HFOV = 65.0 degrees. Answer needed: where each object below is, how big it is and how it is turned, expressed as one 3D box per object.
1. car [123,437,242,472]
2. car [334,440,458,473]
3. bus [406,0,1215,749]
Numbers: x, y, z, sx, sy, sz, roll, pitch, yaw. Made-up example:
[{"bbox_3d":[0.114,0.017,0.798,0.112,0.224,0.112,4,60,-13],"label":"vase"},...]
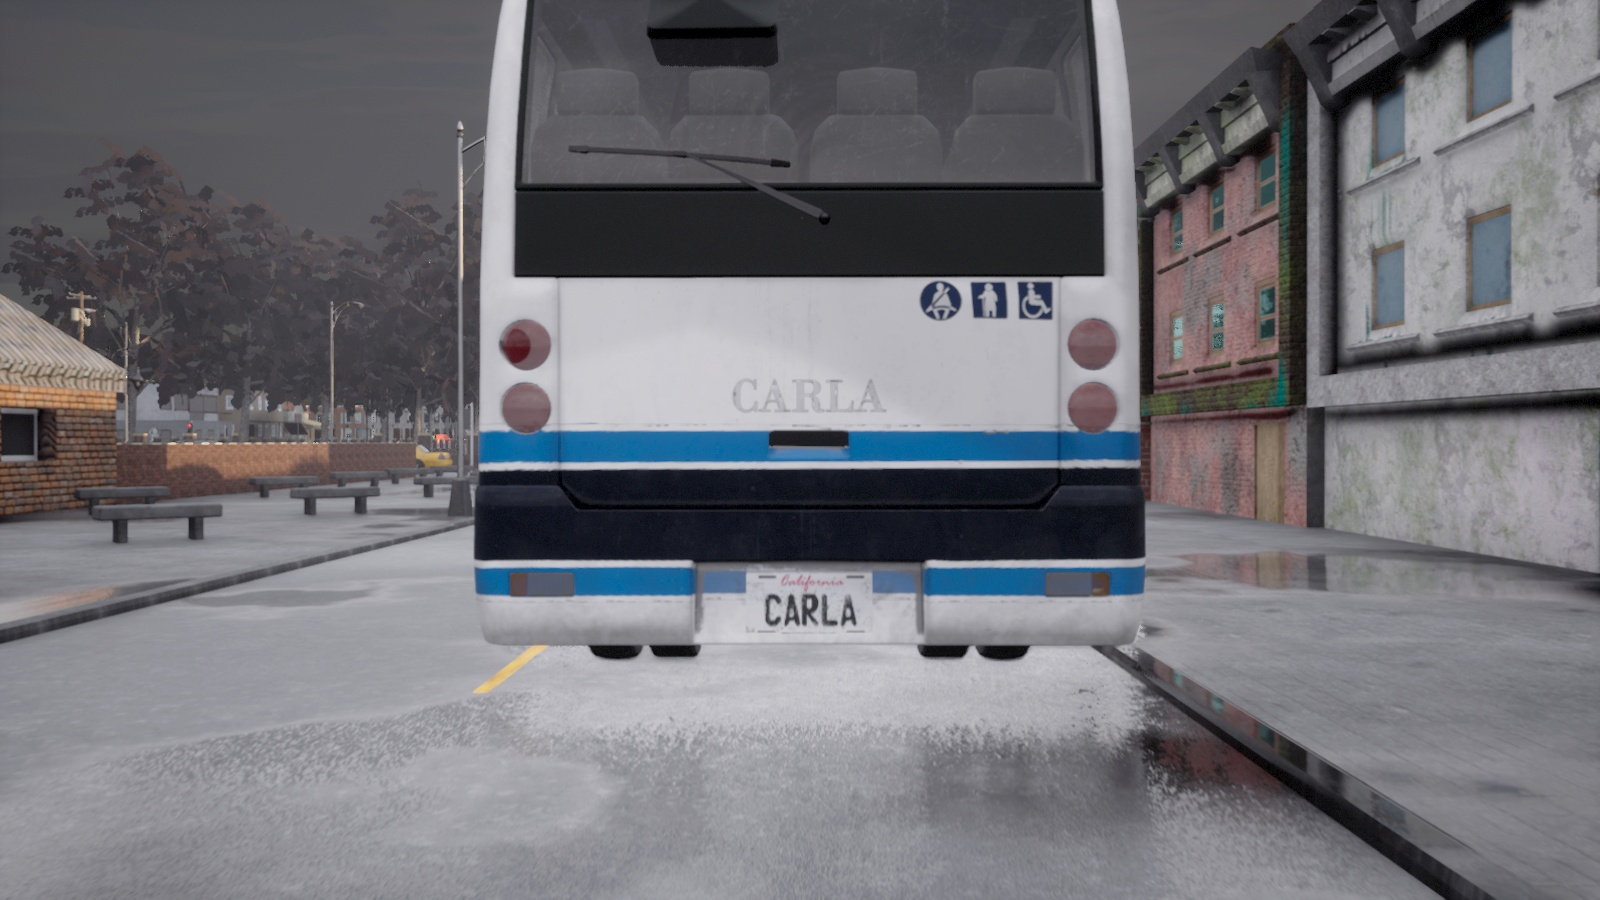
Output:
[{"bbox_3d":[-29.635,0.208,60.382,4.611,1.667,2.242,0,0,-2],"label":"car"},{"bbox_3d":[-19.367,0.311,60.384,5.366,1.575,1.801,0,0,-2],"label":"car"},{"bbox_3d":[0.080,-0.697,11.273,3.944,4.253,10.273,0,0,0],"label":"bus"}]
